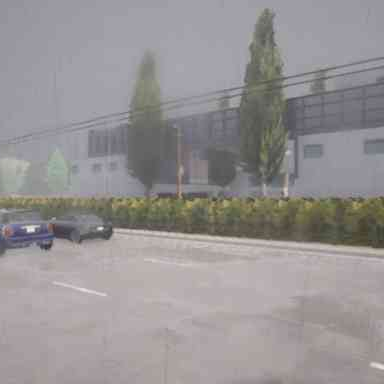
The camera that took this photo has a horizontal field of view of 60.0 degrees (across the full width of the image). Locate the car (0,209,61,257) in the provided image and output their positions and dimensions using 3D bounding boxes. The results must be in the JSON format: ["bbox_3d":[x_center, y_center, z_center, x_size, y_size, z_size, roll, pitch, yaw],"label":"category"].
[{"bbox_3d":[-7.785,1.481,13.736,4.553,1.767,2.097,-1,-1,36],"label":"car"}]

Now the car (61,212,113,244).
[{"bbox_3d":[-5.916,1.697,16.705,4.181,1.385,1.994,-1,0,36],"label":"car"}]
